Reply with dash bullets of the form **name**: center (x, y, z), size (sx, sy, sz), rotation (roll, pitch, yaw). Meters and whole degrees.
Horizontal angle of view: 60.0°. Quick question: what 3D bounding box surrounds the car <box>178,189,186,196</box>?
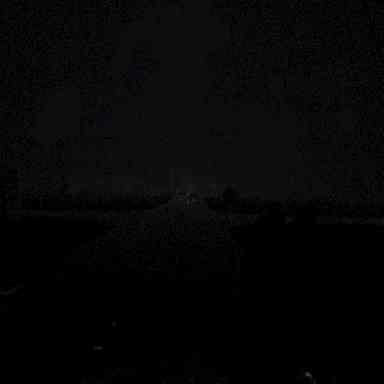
- **car**: center (-2.299, 0.106, 78.831), size (1.882, 1.535, 5.008), rotation (0, 1, 0)

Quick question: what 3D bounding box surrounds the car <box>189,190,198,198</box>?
- **car**: center (0.422, 0.650, 73.795), size (1.812, 1.442, 4.674), rotation (0, 1, 0)

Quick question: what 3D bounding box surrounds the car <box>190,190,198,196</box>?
- **car**: center (0.481, 0.285, 83.825), size (1.837, 1.490, 4.892), rotation (0, 1, 0)
